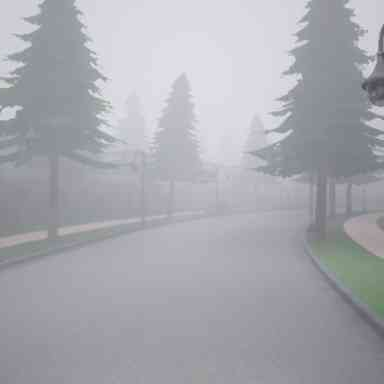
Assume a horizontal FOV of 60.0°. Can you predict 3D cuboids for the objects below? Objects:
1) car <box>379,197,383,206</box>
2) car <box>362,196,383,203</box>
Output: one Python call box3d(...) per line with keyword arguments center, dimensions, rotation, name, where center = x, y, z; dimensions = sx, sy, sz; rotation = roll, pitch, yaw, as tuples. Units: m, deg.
box3d(center=(31.610, 1.815, 51.083), dimensions=(4.718, 1.301, 1.895), rotation=(0, 0, -25), name="car")
box3d(center=(29.887, 1.297, 54.184), dimensions=(5.008, 1.535, 1.882), rotation=(0, 0, -28), name="car")
